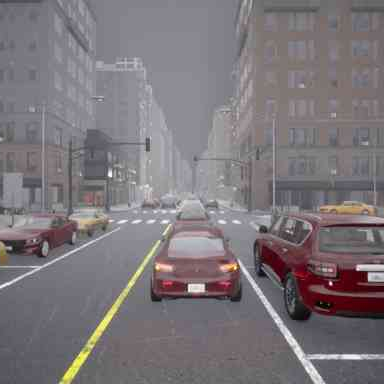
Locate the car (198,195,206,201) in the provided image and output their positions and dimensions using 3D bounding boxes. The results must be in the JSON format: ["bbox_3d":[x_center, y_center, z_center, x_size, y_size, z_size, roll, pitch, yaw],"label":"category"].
[{"bbox_3d":[2.719,1.599,90.864,1.947,1.339,4.313,1,0,0],"label":"car"}]

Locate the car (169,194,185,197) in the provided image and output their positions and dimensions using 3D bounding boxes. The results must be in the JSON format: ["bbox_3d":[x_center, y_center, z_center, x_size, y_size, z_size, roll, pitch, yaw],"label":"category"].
[{"bbox_3d":[-2.984,1.567,67.264,2.033,1.411,5.357,0,0,1],"label":"car"}]

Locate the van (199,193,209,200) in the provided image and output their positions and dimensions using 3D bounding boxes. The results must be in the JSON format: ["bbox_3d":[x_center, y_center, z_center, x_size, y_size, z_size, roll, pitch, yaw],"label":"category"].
[{"bbox_3d":[2.708,1.358,62.498,1.690,1.788,3.998,1,0,0],"label":"van"}]

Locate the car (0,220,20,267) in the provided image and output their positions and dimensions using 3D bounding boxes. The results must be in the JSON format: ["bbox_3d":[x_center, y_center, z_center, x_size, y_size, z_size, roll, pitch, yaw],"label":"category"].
[{"bbox_3d":[-5.846,1.527,7.051,1.752,1.417,4.829,1,0,0],"label":"car"}]

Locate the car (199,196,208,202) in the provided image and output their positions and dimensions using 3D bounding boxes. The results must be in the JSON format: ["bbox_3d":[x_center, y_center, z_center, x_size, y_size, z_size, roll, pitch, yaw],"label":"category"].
[{"bbox_3d":[2.714,1.608,79.517,1.802,1.307,4.206,1,0,0],"label":"car"}]

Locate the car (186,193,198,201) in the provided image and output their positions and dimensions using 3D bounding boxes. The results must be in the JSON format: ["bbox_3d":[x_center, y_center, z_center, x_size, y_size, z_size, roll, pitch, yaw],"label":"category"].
[{"bbox_3d":[0.042,1.570,85.212,2.033,1.411,5.357,0,0,0],"label":"car"}]

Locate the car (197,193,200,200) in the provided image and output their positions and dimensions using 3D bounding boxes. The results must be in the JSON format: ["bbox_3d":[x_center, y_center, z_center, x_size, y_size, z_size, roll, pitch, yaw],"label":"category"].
[{"bbox_3d":[2.711,1.335,68.171,2.192,1.841,5.009,1,0,0],"label":"car"}]

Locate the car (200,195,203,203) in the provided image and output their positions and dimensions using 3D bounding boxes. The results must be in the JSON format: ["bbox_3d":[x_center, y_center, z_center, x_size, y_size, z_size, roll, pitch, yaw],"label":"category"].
[{"bbox_3d":[2.703,1.597,56.824,1.802,1.307,4.206,1,0,0],"label":"car"}]

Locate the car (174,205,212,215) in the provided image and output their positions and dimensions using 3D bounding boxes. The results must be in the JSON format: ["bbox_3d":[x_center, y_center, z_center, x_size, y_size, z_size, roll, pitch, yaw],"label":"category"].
[{"bbox_3d":[0.073,1.605,17.545,1.895,1.301,4.718,0,0,0],"label":"car"}]

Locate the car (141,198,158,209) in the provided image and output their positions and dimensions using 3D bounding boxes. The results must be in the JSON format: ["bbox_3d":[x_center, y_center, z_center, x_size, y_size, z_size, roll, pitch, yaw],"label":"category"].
[{"bbox_3d":[-5.828,1.555,45.490,1.887,1.381,4.507,1,0,0],"label":"car"}]

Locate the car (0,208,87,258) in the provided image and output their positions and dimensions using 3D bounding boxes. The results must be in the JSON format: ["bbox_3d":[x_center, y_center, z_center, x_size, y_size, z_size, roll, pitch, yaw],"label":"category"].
[{"bbox_3d":[-5.843,1.547,12.846,1.887,1.381,4.507,1,0,0],"label":"car"}]

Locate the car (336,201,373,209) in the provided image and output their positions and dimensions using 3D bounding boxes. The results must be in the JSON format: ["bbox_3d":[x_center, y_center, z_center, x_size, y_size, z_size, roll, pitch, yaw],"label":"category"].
[{"bbox_3d":[15.140,1.641,32.667,5.008,1.535,1.882,0,-1,1],"label":"car"}]

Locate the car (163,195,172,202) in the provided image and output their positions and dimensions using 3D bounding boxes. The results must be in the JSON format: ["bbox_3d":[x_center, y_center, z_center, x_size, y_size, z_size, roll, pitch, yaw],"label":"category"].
[{"bbox_3d":[-5.811,1.466,79.528,1.967,1.590,4.097,1,0,0],"label":"car"}]

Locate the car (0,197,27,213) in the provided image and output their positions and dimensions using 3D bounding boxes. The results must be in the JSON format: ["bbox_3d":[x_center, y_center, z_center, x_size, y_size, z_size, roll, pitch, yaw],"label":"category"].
[{"bbox_3d":[-17.246,1.198,29.665,4.553,1.767,2.097,1,-1,0],"label":"car"}]

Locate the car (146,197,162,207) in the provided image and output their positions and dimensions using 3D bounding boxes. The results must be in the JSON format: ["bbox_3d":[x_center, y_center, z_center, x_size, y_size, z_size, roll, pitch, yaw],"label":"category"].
[{"bbox_3d":[-5.825,1.557,51.163,1.887,1.381,4.507,1,0,0],"label":"car"}]

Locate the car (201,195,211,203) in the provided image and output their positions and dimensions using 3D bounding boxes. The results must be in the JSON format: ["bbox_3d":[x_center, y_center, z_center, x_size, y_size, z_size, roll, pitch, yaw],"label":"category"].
[{"bbox_3d":[2.700,1.594,51.150,1.802,1.307,4.206,1,0,0],"label":"car"}]

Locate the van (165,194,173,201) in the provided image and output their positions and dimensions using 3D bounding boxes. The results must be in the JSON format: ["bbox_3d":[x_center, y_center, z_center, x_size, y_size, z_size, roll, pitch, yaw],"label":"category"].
[{"bbox_3d":[-5.807,1.371,85.201,1.690,1.788,3.998,1,0,0],"label":"van"}]

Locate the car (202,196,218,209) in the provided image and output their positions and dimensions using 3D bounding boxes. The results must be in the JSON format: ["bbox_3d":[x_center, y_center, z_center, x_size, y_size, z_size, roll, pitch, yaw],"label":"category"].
[{"bbox_3d":[2.698,1.593,45.477,1.802,1.307,4.206,1,0,0],"label":"car"}]

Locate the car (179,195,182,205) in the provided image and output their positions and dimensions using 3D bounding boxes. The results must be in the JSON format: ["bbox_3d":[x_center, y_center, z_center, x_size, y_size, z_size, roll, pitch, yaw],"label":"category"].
[{"bbox_3d":[-3.063,1.578,55.073,1.994,1.385,4.181,0,0,0],"label":"car"}]

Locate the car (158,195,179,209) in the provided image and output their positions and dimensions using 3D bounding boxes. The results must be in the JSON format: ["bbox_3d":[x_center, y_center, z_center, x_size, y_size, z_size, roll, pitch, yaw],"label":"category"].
[{"bbox_3d":[-3.074,1.516,45.108,1.837,1.490,4.892,0,0,0],"label":"car"}]

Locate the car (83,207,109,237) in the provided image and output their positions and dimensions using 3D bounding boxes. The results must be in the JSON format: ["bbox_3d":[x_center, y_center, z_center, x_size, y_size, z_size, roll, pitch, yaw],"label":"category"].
[{"bbox_3d":[-5.840,1.529,18.301,1.752,1.417,4.829,1,0,0],"label":"car"}]

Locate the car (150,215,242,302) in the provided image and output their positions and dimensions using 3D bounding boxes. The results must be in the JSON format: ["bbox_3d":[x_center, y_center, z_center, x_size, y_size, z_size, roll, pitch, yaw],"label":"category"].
[{"bbox_3d":[0.090,1.528,8.166,1.812,1.442,4.674,0,0,0],"label":"car"}]

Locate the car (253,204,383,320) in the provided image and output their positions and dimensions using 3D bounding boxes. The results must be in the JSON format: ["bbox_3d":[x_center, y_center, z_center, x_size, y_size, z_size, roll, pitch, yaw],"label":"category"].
[{"bbox_3d":[2.682,1.317,7.209,2.192,1.841,5.009,1,0,0],"label":"car"}]
